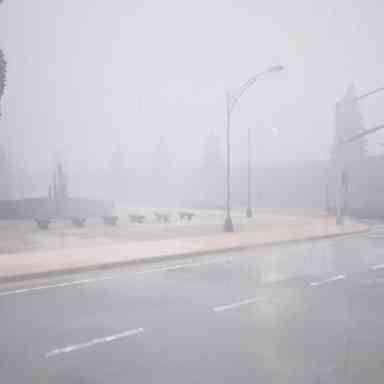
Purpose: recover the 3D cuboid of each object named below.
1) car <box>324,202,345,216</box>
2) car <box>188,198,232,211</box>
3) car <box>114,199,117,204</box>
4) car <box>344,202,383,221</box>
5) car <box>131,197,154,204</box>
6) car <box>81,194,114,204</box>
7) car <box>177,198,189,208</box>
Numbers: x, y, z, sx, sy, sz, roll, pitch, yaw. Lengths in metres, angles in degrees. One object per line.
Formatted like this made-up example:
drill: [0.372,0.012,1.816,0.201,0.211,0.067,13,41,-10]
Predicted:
car: [14.726,1.588,30.386,1.895,1.301,4.718,0,0,-36]
car: [2.383,1.536,40.986,2.033,1.411,5.357,0,0,-42]
car: [-14.750,1.462,55.917,4.181,1.385,1.994,0,0,17]
car: [14.343,1.589,24.890,1.895,1.301,4.718,0,0,-35]
car: [-9.175,1.552,61.164,4.181,1.385,1.994,0,0,22]
car: [-15.428,1.486,52.444,4.902,1.511,2.128,0,0,17]
car: [0.363,1.535,47.703,5.357,1.411,2.033,0,0,39]
